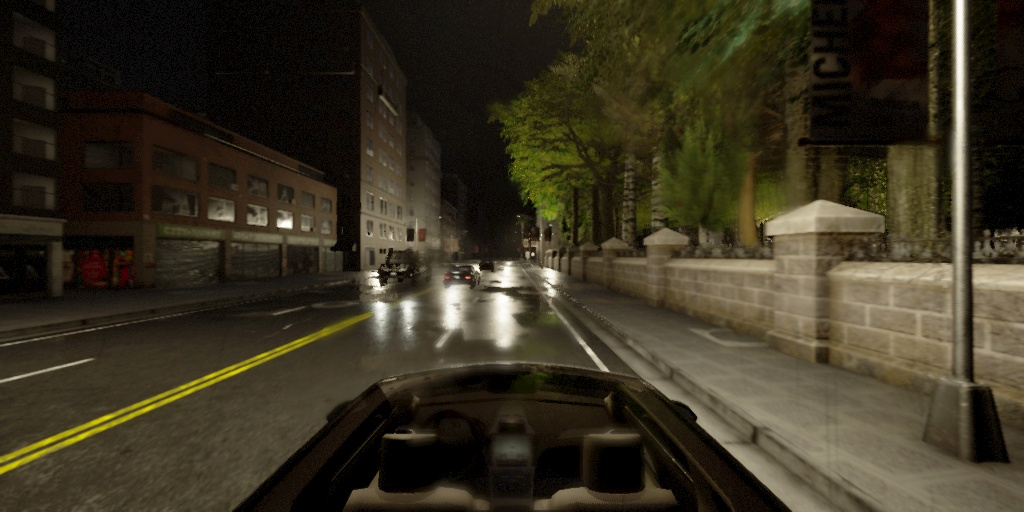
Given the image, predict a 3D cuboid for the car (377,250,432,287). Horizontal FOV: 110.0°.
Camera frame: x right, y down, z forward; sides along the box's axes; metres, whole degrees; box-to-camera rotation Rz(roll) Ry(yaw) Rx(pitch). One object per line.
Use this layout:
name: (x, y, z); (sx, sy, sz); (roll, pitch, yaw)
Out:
car: (-6.507, 0.629, 22.458); (2.150, 2.045, 5.566); (0, 0, 0)

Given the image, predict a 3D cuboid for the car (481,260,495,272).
car: (-3.166, 1.228, 45.983); (1.882, 1.535, 5.008); (0, 0, 0)

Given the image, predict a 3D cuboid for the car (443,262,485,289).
car: (-3.158, 1.297, 23.293); (2.033, 1.411, 5.357); (0, 0, 0)
